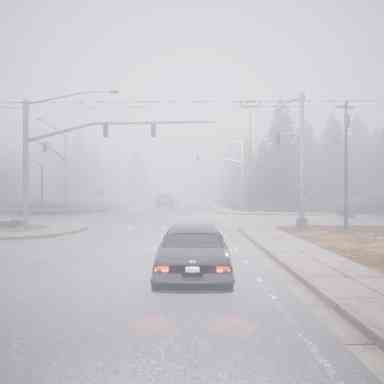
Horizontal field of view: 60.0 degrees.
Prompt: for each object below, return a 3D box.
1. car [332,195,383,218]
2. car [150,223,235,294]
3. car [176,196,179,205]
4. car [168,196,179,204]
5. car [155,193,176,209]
[{"bbox_3d":[15.531,1.247,29.618,5.566,2.045,2.150,0,0,1],"label":"car"},{"bbox_3d":[0.029,1.544,8.963,2.033,1.411,5.357,0,0,0],"label":"car"},{"bbox_3d":[-3.697,1.349,55.624,2.097,1.767,4.553,0,0,0],"label":"car"},{"bbox_3d":[-3.578,1.522,65.898,1.812,1.442,4.674,0,0,1],"label":"car"},{"bbox_3d":[-3.703,1.219,45.614,2.150,2.045,5.566,0,0,0],"label":"car"}]
